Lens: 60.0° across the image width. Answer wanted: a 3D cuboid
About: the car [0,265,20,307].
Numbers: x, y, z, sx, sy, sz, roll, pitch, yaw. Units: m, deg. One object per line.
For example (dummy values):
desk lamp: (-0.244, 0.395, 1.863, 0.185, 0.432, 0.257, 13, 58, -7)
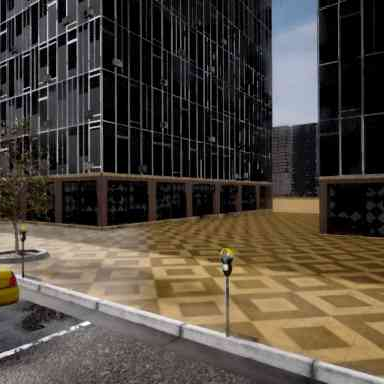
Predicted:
car: (-5.334, 1.528, 6.663, 4.829, 1.417, 1.752, 0, 0, 35)
